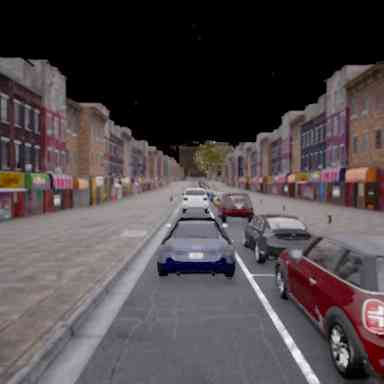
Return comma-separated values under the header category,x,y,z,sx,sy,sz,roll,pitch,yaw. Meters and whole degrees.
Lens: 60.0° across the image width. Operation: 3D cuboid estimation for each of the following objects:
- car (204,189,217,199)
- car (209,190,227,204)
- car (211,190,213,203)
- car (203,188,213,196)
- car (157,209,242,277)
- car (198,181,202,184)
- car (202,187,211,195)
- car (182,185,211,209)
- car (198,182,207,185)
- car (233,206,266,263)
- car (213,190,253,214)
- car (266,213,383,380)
category,x,y,z,sx,sy,sz,roll,pitch,yaw
car,3.056,0.314,55.417,1.887,1.381,4.507,1,2,0
car,3.334,0.595,43.371,1.882,1.535,5.008,0,2,0
car,3.295,0.752,36.564,1.801,1.575,5.366,0,1,0
car,3.140,-0.015,66.533,1.802,1.307,4.206,1,2,0
car,0.135,1.415,9.742,1.994,1.385,4.181,0,1,1
car,3.356,-1.407,94.298,2.192,1.841,5.009,1,3,0
car,3.184,-0.279,72.257,1.752,1.417,4.829,1,2,0
car,0.304,0.690,29.348,2.150,2.045,5.566,0,1,1
car,3.272,-0.921,83.190,2.192,1.841,5.009,1,2,0
car,2.719,1.380,10.970,2.008,1.369,4.403,0,1,0
car,2.804,0.939,22.077,2.192,1.841,5.009,0,1,0
car,2.677,1.358,5.412,1.967,1.590,4.097,0,1,0
